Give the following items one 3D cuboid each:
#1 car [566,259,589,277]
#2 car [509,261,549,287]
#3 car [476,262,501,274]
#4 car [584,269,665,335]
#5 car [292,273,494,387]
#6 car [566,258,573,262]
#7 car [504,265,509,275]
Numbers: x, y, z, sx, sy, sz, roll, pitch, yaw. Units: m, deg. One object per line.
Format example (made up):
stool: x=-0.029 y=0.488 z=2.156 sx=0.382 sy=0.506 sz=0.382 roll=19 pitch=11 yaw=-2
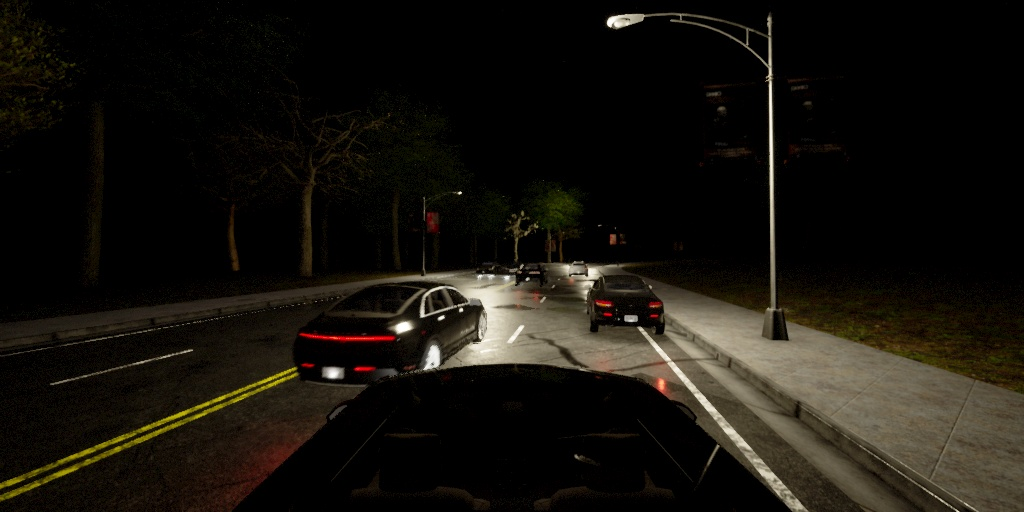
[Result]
car: x=6.655 y=1.310 z=35.815 sx=1.812 sy=1.442 sz=4.674 roll=0 pitch=0 yaw=11
car: x=1.438 y=1.259 z=25.035 sx=2.128 sy=1.511 sz=4.902 roll=0 pitch=0 yaw=10
car: x=-2.528 y=1.334 z=40.582 sx=2.033 sy=1.411 sz=5.357 roll=0 pitch=0 yaw=11
car: x=3.165 y=1.281 z=10.555 sx=1.812 sy=1.442 sz=4.674 roll=0 pitch=0 yaw=10
car: x=-1.847 y=1.255 z=6.954 sx=1.837 sy=1.490 sz=4.892 roll=0 pitch=0 yaw=10
car: x=8.531 y=1.342 z=45.954 sx=2.033 sy=1.411 sz=5.357 roll=0 pitch=0 yaw=14
car: x=0.472 y=1.311 z=38.833 sx=1.812 sy=1.442 sz=4.674 roll=0 pitch=0 yaw=11
